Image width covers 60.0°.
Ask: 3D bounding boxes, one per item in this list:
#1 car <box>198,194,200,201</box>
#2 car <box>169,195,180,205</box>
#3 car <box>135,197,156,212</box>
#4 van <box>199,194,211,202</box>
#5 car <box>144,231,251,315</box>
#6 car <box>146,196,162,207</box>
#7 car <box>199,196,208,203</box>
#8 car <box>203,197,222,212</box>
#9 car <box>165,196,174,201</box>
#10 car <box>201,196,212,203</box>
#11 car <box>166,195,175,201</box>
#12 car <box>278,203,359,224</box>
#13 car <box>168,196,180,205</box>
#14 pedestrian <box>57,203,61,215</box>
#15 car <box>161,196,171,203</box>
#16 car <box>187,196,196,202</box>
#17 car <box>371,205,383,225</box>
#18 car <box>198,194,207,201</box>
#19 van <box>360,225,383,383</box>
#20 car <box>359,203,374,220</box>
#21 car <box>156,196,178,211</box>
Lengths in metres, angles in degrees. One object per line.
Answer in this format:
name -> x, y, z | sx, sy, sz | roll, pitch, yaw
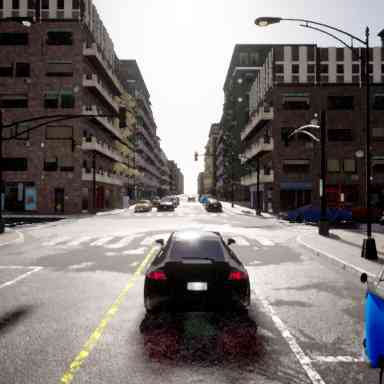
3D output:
car -> 2.603, 1.585, 68.382 | 1.752, 1.417, 4.829 | 1, 0, 0
car -> -3.169, 1.519, 49.698 | 1.882, 1.535, 5.008 | 0, 0, 0
car -> -5.735, 1.558, 39.817 | 1.752, 1.417, 4.829 | 1, 0, 0
van -> 2.623, 1.389, 56.927 | 1.690, 1.788, 3.998 | 1, 0, 0
car -> 0.089, 1.570, 7.656 | 1.994, 1.385, 4.181 | 0, 0, 0
car -> -5.751, 1.483, 51.272 | 1.967, 1.590, 4.097 | 1, 0, 0
car -> 2.594, 1.647, 73.854 | 1.802, 1.307, 4.206 | 1, 0, 0
car -> 2.644, 1.599, 39.999 | 1.947, 1.339, 4.313 | 1, 0, 0
car -> -5.802, 1.628, 85.128 | 2.008, 1.369, 4.403 | 1, 0, 0
car -> 2.636, 1.588, 45.642 | 2.008, 1.369, 4.403 | 1, 0, 0
car -> -5.808, 1.523, 90.771 | 1.967, 1.590, 4.097 | 1, 0, 0
car -> 9.407, 1.646, 25.395 | 5.357, 1.411, 2.033 | 1, -1, -3
car -> -3.157, 1.529, 60.074 | 1.882, 1.535, 5.008 | 0, 0, 0
pedestrian -> -12.585, 1.612, 31.412 | 0.500, 1.100, 0.500 | 0, -1, 1
car -> -5.785, 1.610, 73.843 | 1.887, 1.381, 4.507 | 1, 0, 0
car -> -0.118, 1.597, 80.530 | 2.128, 1.511, 4.902 | 0, 0, 0
car -> 13.509, 1.592, 19.819 | 4.313, 1.339, 1.947 | 0, -1, 1
car -> 2.582, 1.392, 85.140 | 2.192, 1.841, 5.009 | 1, 0, 0
van -> 2.671, 1.343, 2.053 | 1.690, 1.788, 3.998 | 1, 0, 0
car -> 13.601, 1.621, 28.200 | 4.097, 1.590, 1.967 | 0, -1, 1
car -> -3.159, 1.597, 40.981 | 1.994, 1.385, 4.181 | 0, 0, 0
